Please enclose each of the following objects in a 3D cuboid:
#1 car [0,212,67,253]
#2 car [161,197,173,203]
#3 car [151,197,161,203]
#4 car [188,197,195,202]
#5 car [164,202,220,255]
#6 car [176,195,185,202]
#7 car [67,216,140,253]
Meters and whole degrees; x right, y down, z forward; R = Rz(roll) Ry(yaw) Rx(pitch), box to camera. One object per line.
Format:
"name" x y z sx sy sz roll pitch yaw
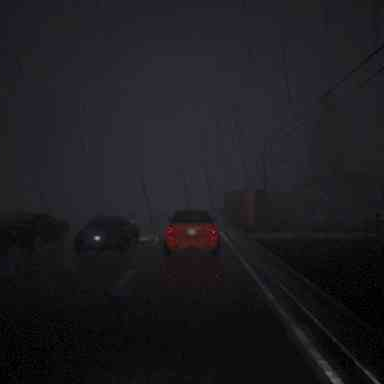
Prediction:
"car" -6.997 1.615 14.506 1.882 1.535 5.008 0 0 0
"car" -7.014 2.451 94.572 1.895 1.301 4.718 0 -1 0
"car" -10.514 2.424 94.863 1.994 1.385 4.181 0 -1 0
"car" -0.014 2.422 94.825 1.994 1.385 4.181 0 -1 0
"car" 0.000 1.484 14.111 2.097 1.767 4.553 0 -1 0
"car" -3.514 2.213 94.569 2.097 1.767 4.553 0 -1 0
"car" -3.498 1.700 14.304 1.994 1.385 4.181 0 0 0
